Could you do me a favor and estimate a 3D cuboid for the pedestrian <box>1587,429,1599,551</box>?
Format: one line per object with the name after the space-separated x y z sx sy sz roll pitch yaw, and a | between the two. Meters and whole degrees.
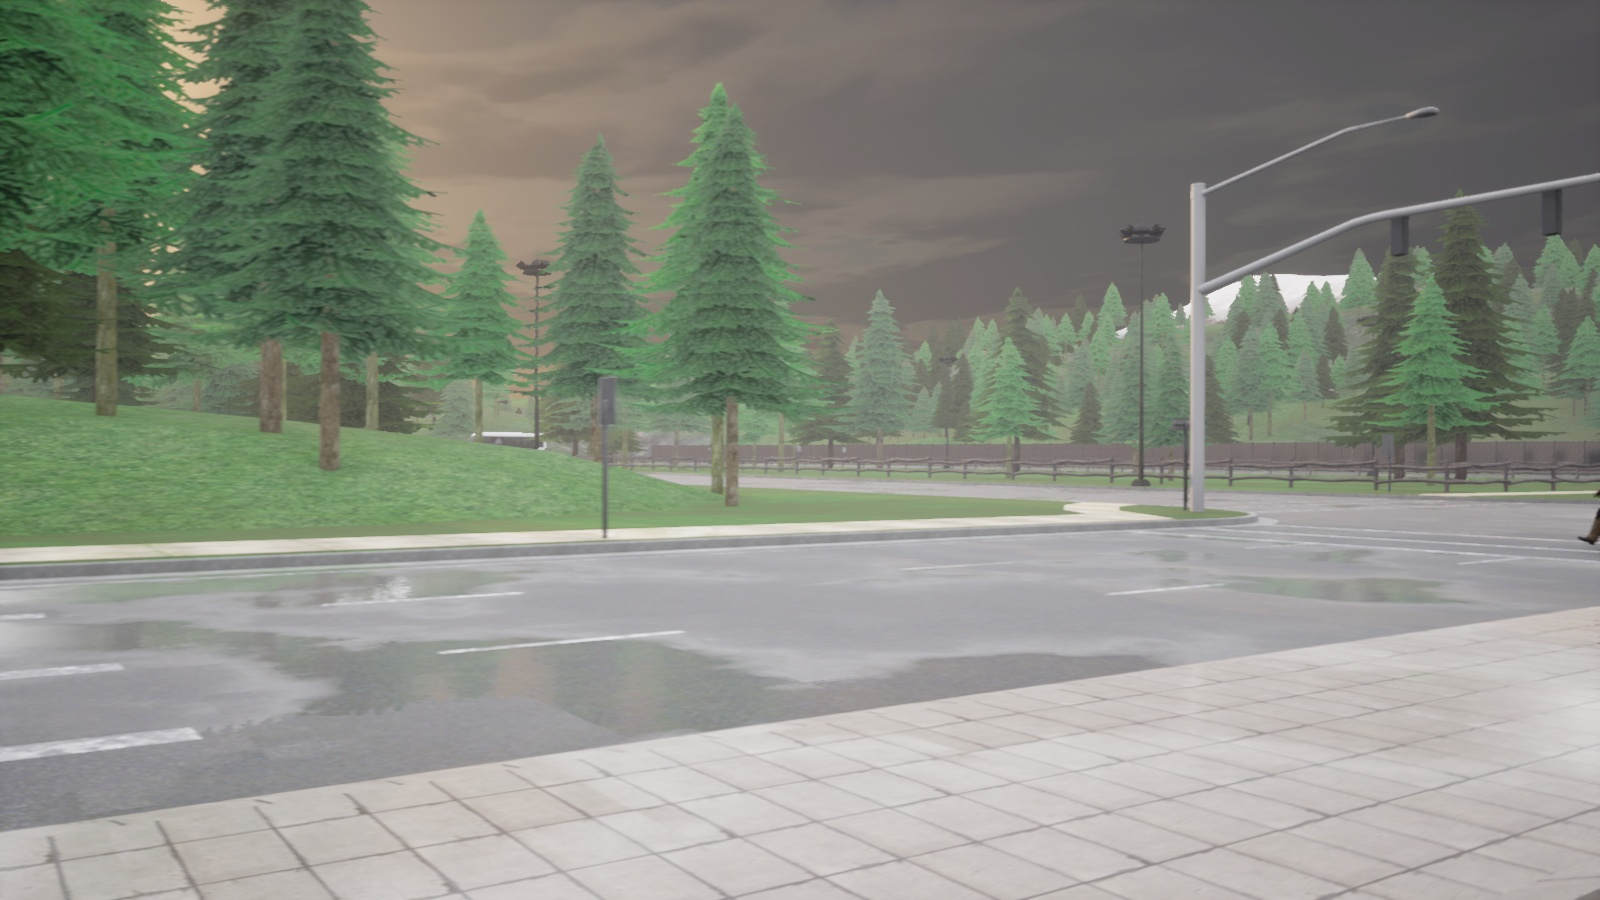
12.941 0.632 19.927 0.396 1.930 0.692 0 0 -42 | pedestrian
